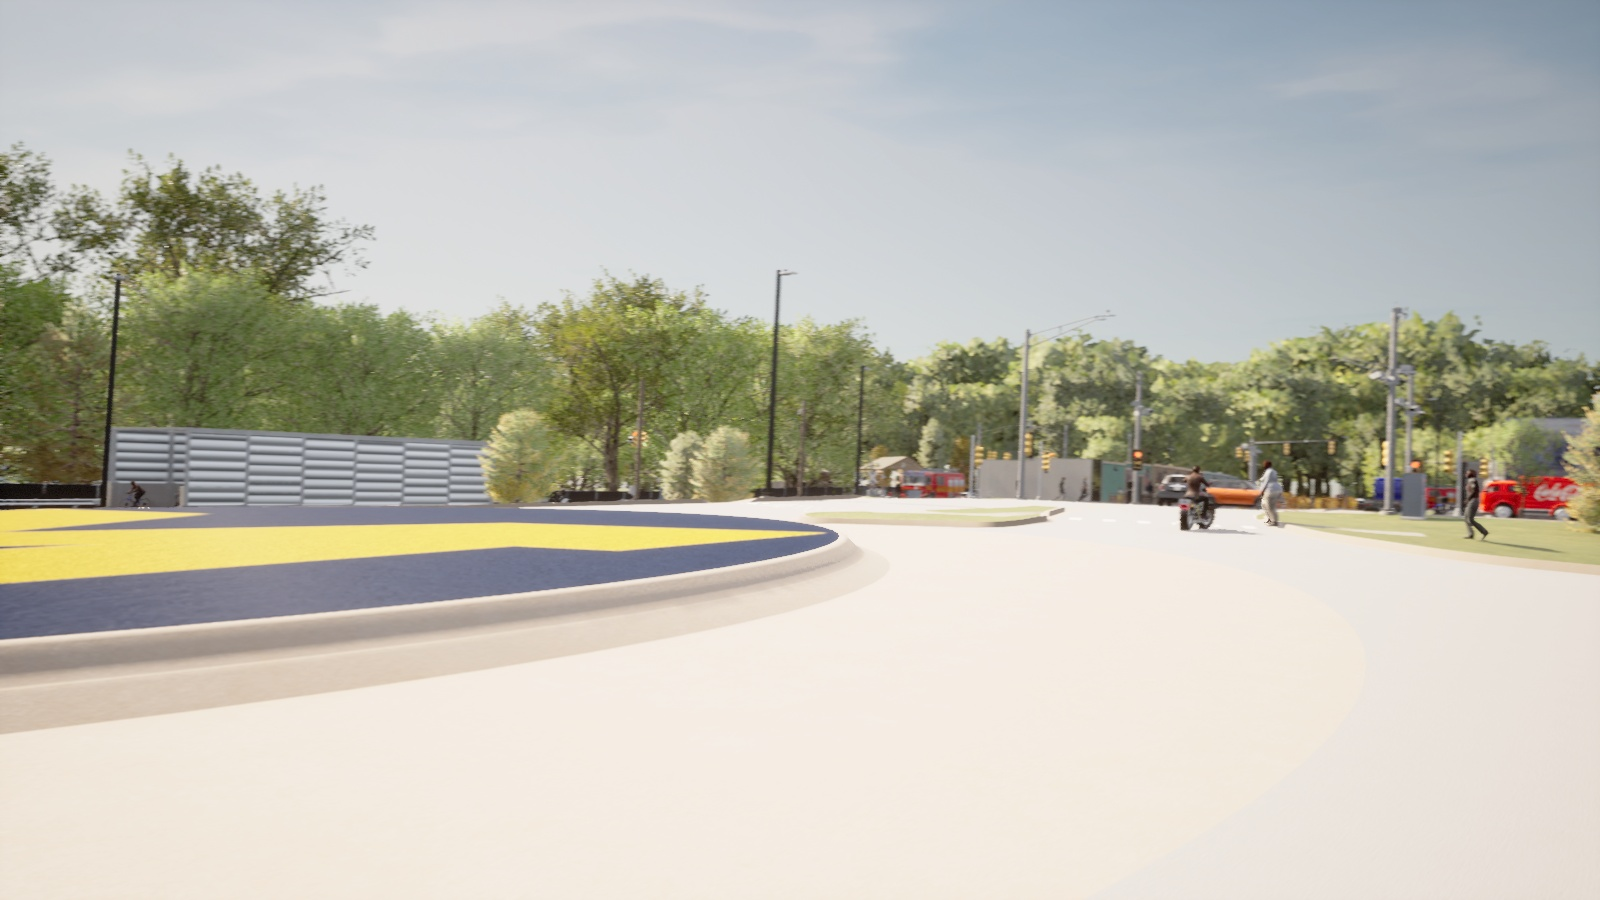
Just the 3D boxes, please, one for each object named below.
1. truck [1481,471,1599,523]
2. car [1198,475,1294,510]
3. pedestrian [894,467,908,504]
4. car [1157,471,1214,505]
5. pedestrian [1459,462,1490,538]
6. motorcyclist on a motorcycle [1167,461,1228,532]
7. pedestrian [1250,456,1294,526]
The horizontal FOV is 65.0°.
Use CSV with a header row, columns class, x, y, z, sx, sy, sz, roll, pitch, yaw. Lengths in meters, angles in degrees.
class,x,y,z,sx,sy,sz,roll,pitch,yaw
truck,38.587,2.443,65.373,5.204,2.467,2.627,1,-2,35
car,24.649,2.345,69.457,4.553,1.767,2.097,1,-3,33
pedestrian,5.117,1.801,63.810,0.345,1.836,0.594,0,-3,45
car,17.947,1.794,58.376,1.970,1.475,3.806,1,-2,26
pedestrian,17.253,1.276,32.125,0.666,1.930,0.402,1,-2,27
motorcyclist on a motorcycle,9.798,1.128,30.871,0.766,1.649,2.350,3,0,33
pedestrian,12.914,1.119,34.348,0.900,1.855,0.874,1,-3,36
